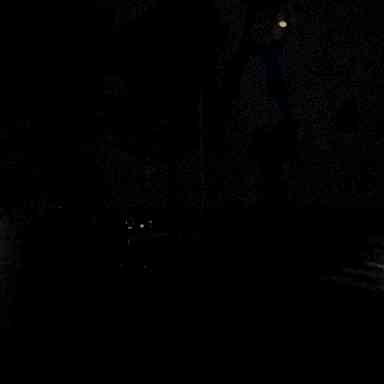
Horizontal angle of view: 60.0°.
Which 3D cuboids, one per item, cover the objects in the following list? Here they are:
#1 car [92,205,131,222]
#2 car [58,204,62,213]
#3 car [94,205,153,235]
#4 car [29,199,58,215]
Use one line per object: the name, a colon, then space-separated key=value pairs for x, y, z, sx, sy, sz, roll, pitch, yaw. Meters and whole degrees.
car: x=-7.382 y=1.890 z=30.235 sx=1.994 sy=1.385 sz=4.181 roll=-1 pitch=-1 yaw=-35
car: x=-20.763 y=2.345 z=49.457 sx=2.033 sy=1.411 sz=5.357 roll=-1 pitch=-1 yaw=-35
car: x=-4.159 y=1.677 z=20.441 sx=1.837 sy=1.490 sz=4.892 roll=-1 pitch=-1 yaw=-35
car: x=-19.002 y=1.906 z=41.918 sx=2.150 sy=2.045 sz=5.566 roll=-1 pitch=-1 yaw=-35
